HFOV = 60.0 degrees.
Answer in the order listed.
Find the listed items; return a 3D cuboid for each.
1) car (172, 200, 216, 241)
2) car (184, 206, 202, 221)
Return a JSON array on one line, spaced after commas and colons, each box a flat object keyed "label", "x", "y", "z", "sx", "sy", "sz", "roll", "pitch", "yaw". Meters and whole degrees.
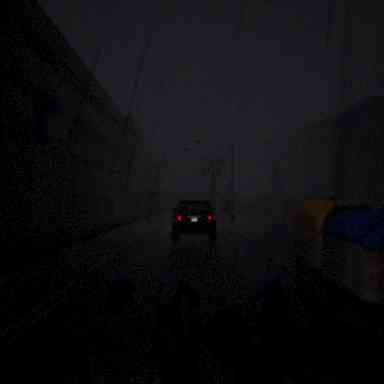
[{"label": "car", "x": 0.090, "y": 1.441, "z": 18.006, "sx": 2.150, "sy": 2.045, "sz": 5.566, "roll": 0, "pitch": -1, "yaw": 0}, {"label": "car", "x": 0.107, "y": 2.265, "z": 36.148, "sx": 1.882, "sy": 1.535, "sz": 5.008, "roll": 0, "pitch": -2, "yaw": 0}]
